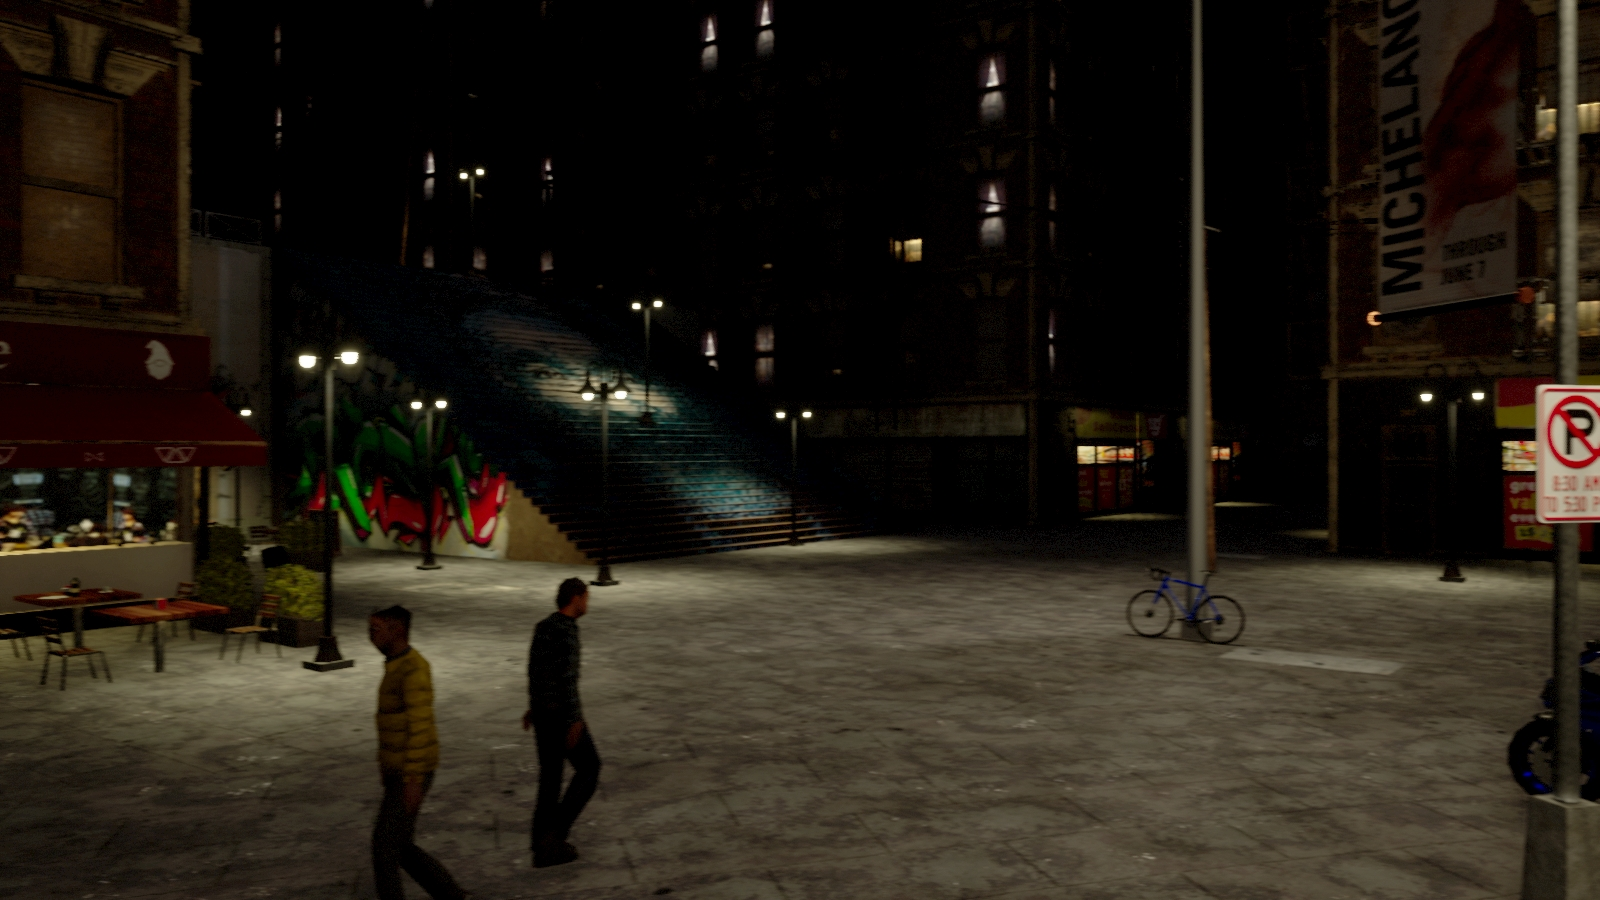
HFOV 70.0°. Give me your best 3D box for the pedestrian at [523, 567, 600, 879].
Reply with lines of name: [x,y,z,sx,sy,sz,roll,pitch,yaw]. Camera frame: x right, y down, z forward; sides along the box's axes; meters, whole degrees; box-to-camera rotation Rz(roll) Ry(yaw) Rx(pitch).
pedestrian: [-1.515,1.695,7.242,0.375,1.860,0.375,0,0,-31]

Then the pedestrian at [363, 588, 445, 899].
pedestrian: [-2.113,1.694,6.087,0.375,1.860,0.375,0,0,-26]
